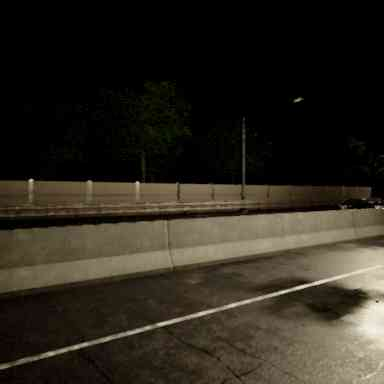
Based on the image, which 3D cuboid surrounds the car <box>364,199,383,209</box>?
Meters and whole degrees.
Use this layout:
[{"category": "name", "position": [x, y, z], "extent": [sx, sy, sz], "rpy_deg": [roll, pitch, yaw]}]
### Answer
[{"category": "car", "position": [21.522, 1.506, 36.507], "extent": [4.902, 1.511, 2.128], "rpy_deg": [0, 0, -35]}]

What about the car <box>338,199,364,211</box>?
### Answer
[{"category": "car", "position": [19.031, 1.540, 39.029], "extent": [4.674, 1.442, 1.812], "rpy_deg": [0, 0, -35]}]
